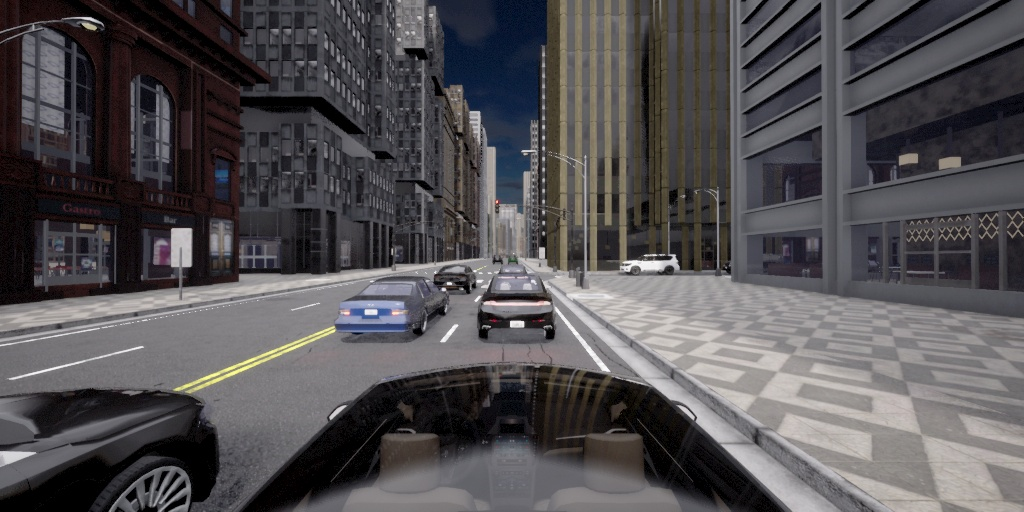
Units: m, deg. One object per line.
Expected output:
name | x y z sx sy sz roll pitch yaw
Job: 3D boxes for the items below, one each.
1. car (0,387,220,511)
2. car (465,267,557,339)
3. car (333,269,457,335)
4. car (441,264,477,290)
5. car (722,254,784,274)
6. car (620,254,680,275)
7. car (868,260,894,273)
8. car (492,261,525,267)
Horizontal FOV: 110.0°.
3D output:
car | -3.149 1.241 0.736 2.128 1.511 4.902 0 0 0
car | 0.119 1.238 10.059 2.128 1.511 4.902 0 0 0
car | -3.129 1.293 10.479 2.033 1.411 5.357 0 0 0
car | -3.102 1.210 20.248 1.882 1.535 5.008 0 0 0
car | 24.162 0.815 35.816 5.566 2.045 2.150 0 0 0
car | 13.735 0.859 35.815 5.566 2.045 2.150 0 0 0
car | 34.779 1.099 35.803 5.357 1.411 2.033 0 0 0
car | 0.044 1.225 19.489 2.128 1.511 4.902 0 0 0
